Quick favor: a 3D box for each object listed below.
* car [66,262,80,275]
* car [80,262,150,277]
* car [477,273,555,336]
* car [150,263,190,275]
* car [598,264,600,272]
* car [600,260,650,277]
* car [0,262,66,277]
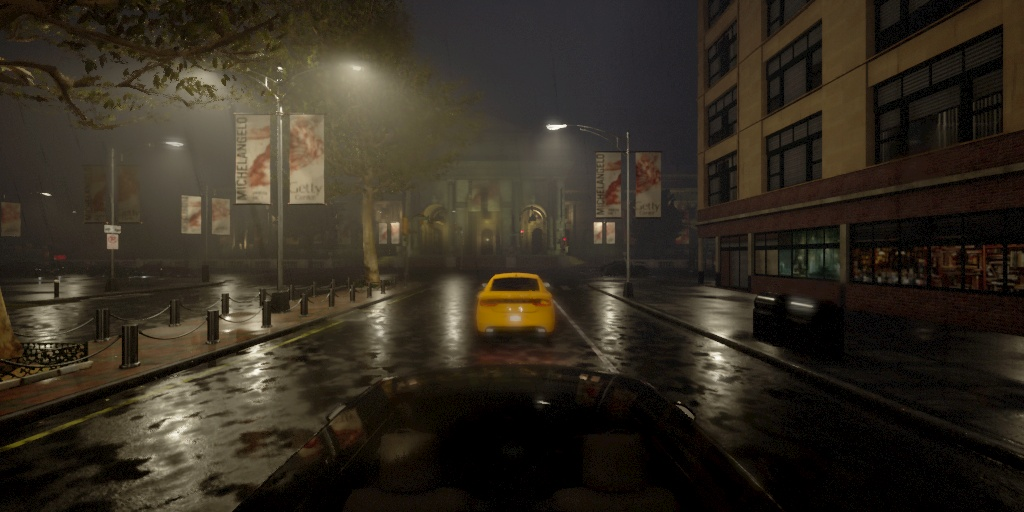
[{"bbox_3d":[-47.003,1.297,38.394,5.357,1.411,2.033,0,0,0],"label":"car"},{"bbox_3d":[-38.507,1.314,34.841,4.181,1.385,1.994,0,0,0],"label":"car"},{"bbox_3d":[0.120,1.228,10.391,1.882,1.535,5.008,0,0,1],"label":"car"},{"bbox_3d":[-37.398,1.351,38.338,4.718,1.301,1.895,0,0,1],"label":"car"},{"bbox_3d":[11.657,1.227,37.761,5.008,1.535,1.882,0,0,1],"label":"car"},{"bbox_3d":[10.964,1.314,34.270,4.181,1.385,1.994,0,0,1],"label":"car"},{"bbox_3d":[-47.076,1.276,34.880,4.674,1.442,1.812,0,0,0],"label":"car"}]
